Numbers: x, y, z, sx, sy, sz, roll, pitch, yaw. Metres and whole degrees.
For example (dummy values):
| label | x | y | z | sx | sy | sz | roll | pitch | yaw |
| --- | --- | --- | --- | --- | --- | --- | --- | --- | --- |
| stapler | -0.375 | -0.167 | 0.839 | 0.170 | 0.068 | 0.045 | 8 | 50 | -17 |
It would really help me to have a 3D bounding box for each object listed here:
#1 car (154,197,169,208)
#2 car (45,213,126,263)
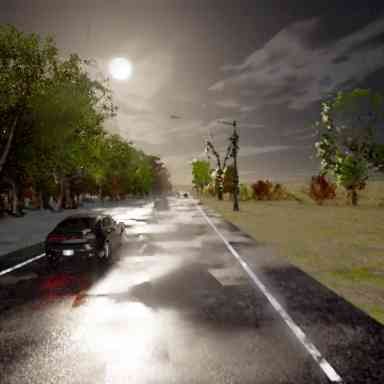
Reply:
| label | x | y | z | sx | sy | sz | roll | pitch | yaw |
| --- | --- | --- | --- | --- | --- | --- | --- | --- | --- |
| car | -4.380 | 1.509 | 48.195 | 2.128 | 1.511 | 4.902 | -1 | 0 | -1 |
| car | -3.706 | 1.543 | 12.257 | 1.837 | 1.490 | 4.892 | -1 | 0 | -1 |
